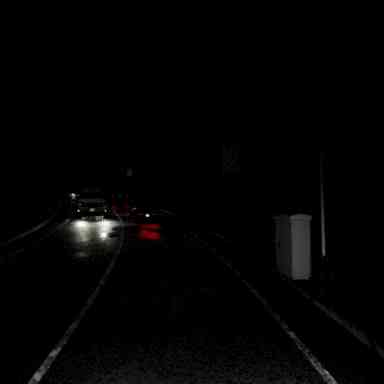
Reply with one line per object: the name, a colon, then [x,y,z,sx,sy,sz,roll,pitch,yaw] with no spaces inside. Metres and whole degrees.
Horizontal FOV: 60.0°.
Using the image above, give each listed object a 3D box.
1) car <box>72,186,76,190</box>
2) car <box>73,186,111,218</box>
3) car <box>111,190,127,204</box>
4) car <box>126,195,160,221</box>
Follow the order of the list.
car: [-22.297,-0.424,65.066,1.837,1.490,4.892,1,2,-21]
car: [-7.716,0.800,25.777,2.150,2.045,5.566,1,1,-17]
car: [-9.176,0.487,40.962,2.097,1.767,4.553,1,1,-21]
car: [-3.537,1.212,24.255,1.837,1.490,4.892,1,2,-15]
